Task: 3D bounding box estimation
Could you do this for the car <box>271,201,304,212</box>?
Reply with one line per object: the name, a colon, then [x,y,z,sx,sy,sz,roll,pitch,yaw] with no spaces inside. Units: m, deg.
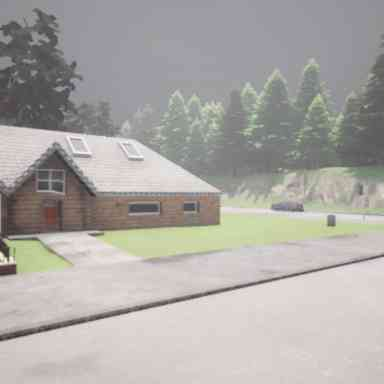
car: [12.081,1.816,42.325,1.994,1.385,4.181,1,0,-35]
